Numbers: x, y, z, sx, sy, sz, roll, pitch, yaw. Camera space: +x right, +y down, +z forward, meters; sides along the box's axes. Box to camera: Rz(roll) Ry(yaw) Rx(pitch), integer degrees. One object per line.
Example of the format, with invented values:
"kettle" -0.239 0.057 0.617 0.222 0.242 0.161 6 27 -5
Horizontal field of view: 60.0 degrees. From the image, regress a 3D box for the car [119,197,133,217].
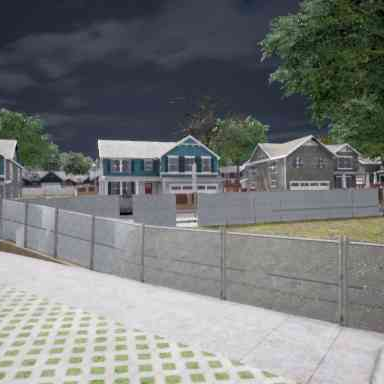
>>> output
"car" -5.247 1.068 22.551 5.357 1.411 2.033 -2 0 -18
